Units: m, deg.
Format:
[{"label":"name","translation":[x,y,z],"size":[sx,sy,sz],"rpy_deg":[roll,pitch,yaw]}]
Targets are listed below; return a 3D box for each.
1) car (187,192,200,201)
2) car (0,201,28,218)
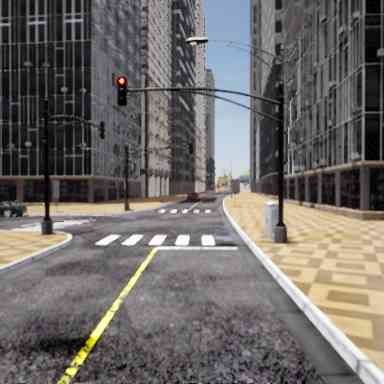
[{"label":"car","translation":[0.252,0.714,55.523],"size":[1.882,1.535,5.008],"rpy_deg":[0,2,7]},{"label":"car","translation":[-16.463,1.465,28.692],"size":[4.403,1.369,2.008],"rpy_deg":[-1,1,10]}]
